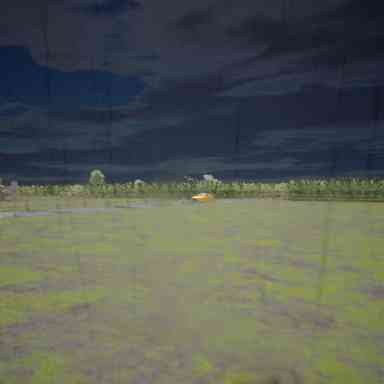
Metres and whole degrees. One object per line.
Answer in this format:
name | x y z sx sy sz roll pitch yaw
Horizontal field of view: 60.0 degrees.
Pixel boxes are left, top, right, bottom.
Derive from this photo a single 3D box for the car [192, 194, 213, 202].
car | 1.870 1.009 58.756 1.882 1.535 5.008 0 0 36
